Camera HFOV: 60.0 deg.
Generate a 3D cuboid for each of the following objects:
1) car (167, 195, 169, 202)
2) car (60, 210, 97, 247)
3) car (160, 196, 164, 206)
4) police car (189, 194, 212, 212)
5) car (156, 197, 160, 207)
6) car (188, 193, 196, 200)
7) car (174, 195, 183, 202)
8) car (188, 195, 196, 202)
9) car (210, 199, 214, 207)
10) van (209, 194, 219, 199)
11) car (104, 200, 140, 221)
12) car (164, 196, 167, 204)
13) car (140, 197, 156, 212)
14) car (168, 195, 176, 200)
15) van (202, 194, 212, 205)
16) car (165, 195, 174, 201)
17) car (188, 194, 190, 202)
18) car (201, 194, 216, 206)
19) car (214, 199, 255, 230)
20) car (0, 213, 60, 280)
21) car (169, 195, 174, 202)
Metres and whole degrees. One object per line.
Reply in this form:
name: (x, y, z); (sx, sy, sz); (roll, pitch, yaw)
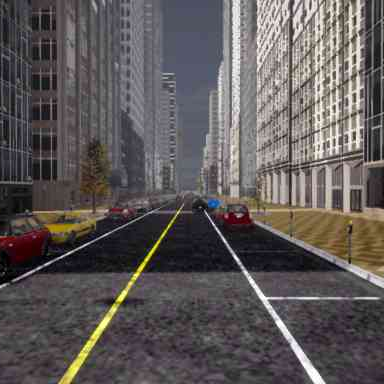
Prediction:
car: (-5.697, 1.571, 60.762); (1.802, 1.307, 4.206); (-1, 0, 0)
car: (-5.698, 1.522, 15.123); (1.752, 1.417, 4.829); (-1, 0, 0)
car: (-5.697, 1.536, 49.395); (1.887, 1.381, 4.507); (-1, 0, 0)
police car: (0.900, 1.419, 38.167); (1.930, 1.638, 5.238); (0, 0, 0)
car: (-5.697, 1.558, 43.711); (1.947, 1.339, 4.313); (-1, 0, 0)
car: (0.001, 1.207, 89.039); (2.097, 1.767, 4.553); (0, 0, 0)
car: (-3.000, 1.437, 76.725); (1.837, 1.490, 4.892); (0, 0, 0)
car: (0.000, 1.451, 74.099); (1.895, 1.301, 4.718); (0, 0, 0)
car: (2.683, 1.520, 26.830); (1.752, 1.417, 4.829); (-1, 0, 0)
van: (2.681, 1.333, 43.711); (1.690, 1.788, 3.998); (-1, 0, 0)
car: (-5.699, 1.435, 26.660); (1.967, 1.590, 4.097); (-1, 0, 0)
car: (-5.698, 1.541, 55.078); (2.008, 1.369, 4.403); (-1, 0, 0)
car: (-5.698, 1.544, 38.027); (2.008, 1.369, 4.403); (-1, 0, 0)
car: (-5.697, 1.565, 94.863); (1.802, 1.307, 4.206); (-1, 0, 0)
van: (2.681, 1.331, 60.762); (1.690, 1.788, 3.998); (-1, 0, 0)
car: (-5.697, 1.536, 83.496); (2.008, 1.369, 4.403); (-1, 0, 0)
car: (0.636, 1.473, 54.157); (1.882, 1.535, 5.008); (-1, 0, 6)
car: (2.681, 1.305, 55.078); (2.192, 1.841, 5.009); (-1, 0, 0)
car: (2.682, 1.436, 20.977); (1.967, 1.590, 4.097); (-1, 0, 0)
car: (-5.699, 1.437, 9.609); (1.967, 1.590, 4.097); (-1, 0, 0)
car: (-5.698, 1.538, 72.129); (2.008, 1.369, 4.403); (-1, 0, 0)
